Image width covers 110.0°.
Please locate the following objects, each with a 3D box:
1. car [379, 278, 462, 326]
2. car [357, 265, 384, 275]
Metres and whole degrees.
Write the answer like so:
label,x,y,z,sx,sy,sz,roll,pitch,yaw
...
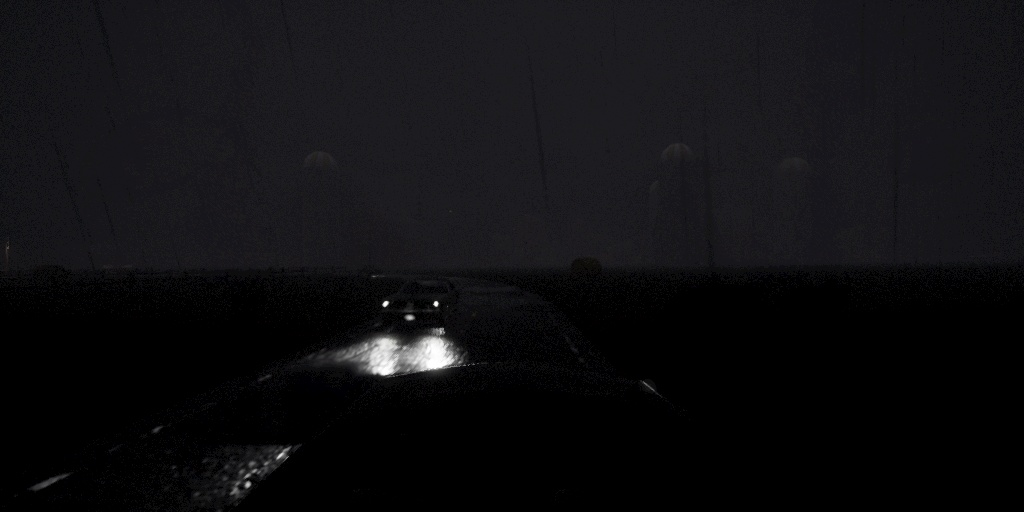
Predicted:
label,x,y,z,sx,sy,sz,roll,pitch,yaw
car,-2.936,1.467,12.392,1.895,1.301,4.718,0,-1,-1
car,-19.981,1.959,50.428,4.892,1.490,1.837,-2,-1,40
